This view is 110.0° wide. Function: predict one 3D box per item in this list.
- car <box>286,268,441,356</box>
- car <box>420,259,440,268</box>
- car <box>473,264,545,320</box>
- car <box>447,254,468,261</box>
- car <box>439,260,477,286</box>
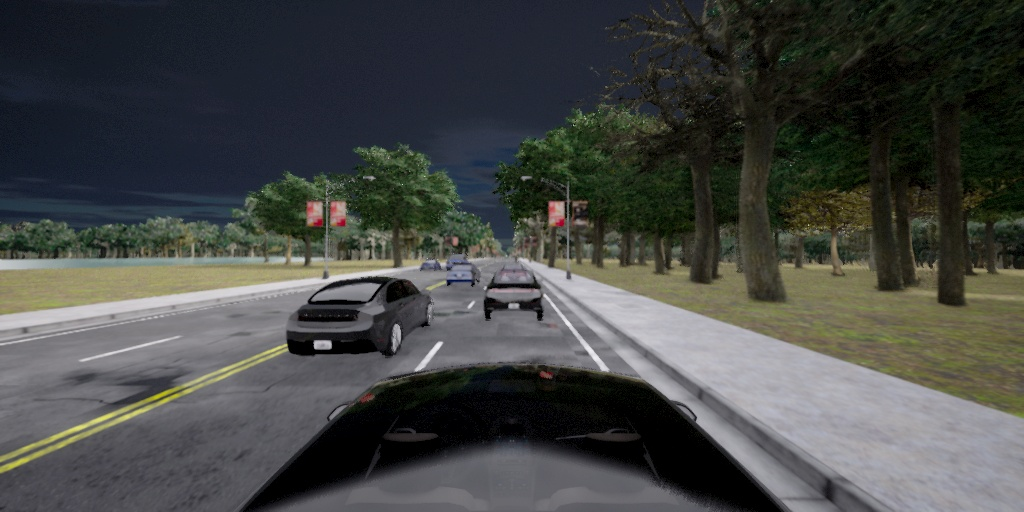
[{"bbox_3d":[-3.190,1.229,8.495,1.837,1.490,4.892,0,1,0],"label":"car"},{"bbox_3d":[-9.828,1.104,43.592,1.812,1.442,4.674,0,0,0],"label":"car"},{"bbox_3d":[0.076,1.195,12.468,2.128,1.511,4.902,0,0,1],"label":"car"},{"bbox_3d":[-6.580,0.800,43.515,2.150,2.045,5.566,0,0,0],"label":"car"},{"bbox_3d":[-3.180,1.204,24.203,2.033,1.411,5.357,0,0,0],"label":"car"}]
